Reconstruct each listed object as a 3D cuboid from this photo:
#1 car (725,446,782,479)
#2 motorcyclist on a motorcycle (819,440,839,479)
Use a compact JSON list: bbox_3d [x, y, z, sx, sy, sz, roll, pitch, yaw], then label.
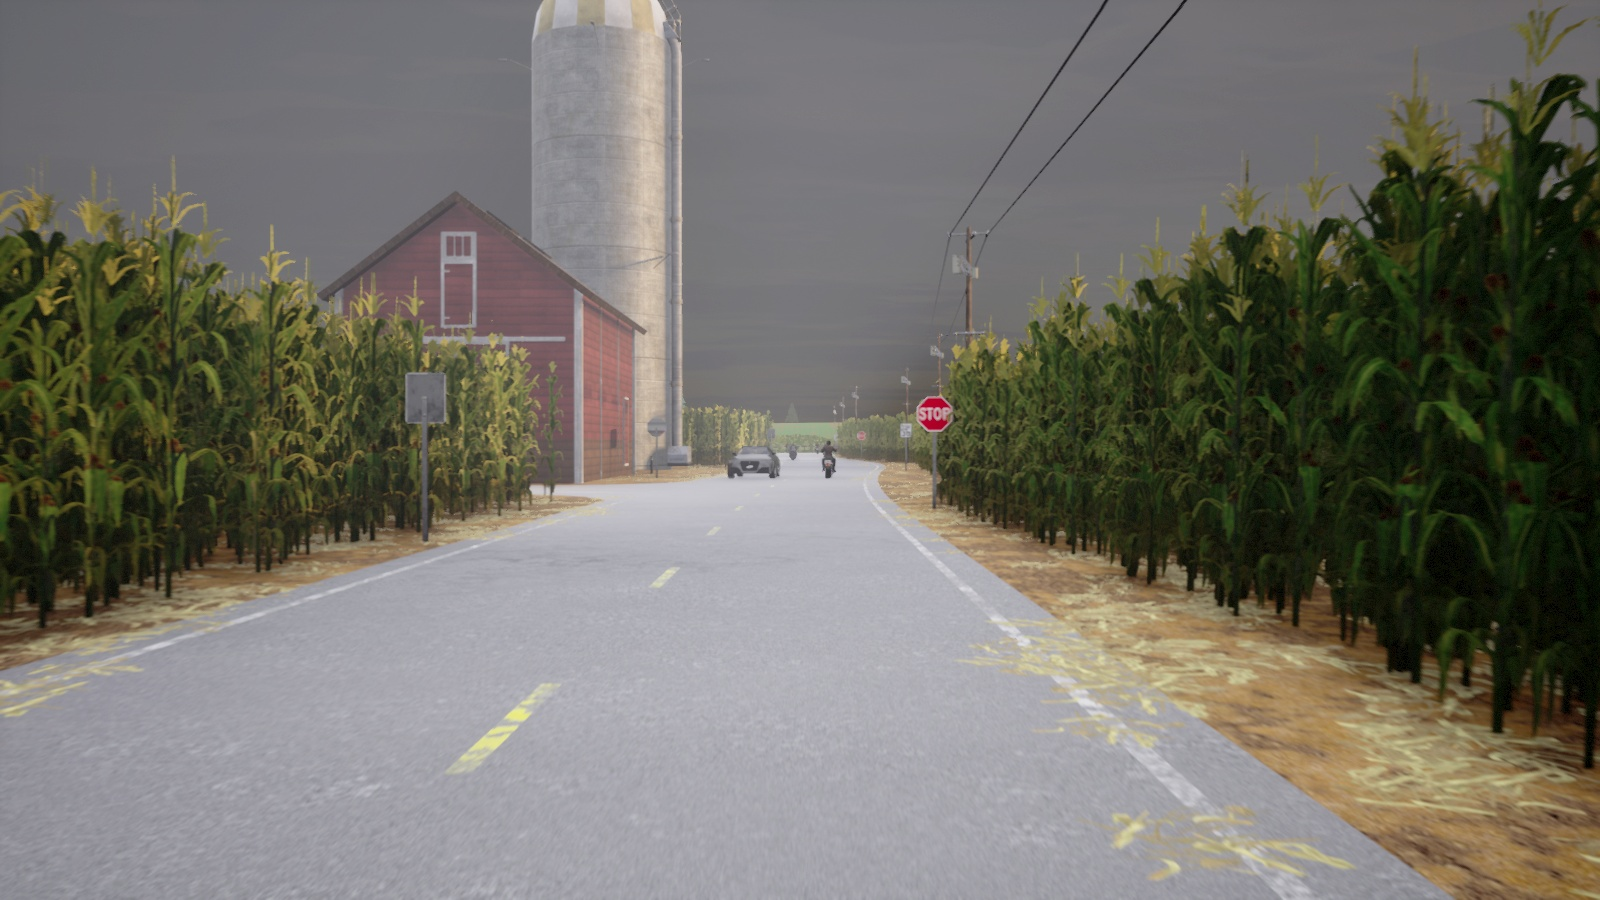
[{"bbox_3d":[-1.953,0.505,53.948,1.994,1.385,4.181,0,0,4],"label":"car"},{"bbox_3d":[1.253,0.394,53.829,0.766,1.649,2.350,0,0,4],"label":"motorcyclist on a motorcycle"}]
